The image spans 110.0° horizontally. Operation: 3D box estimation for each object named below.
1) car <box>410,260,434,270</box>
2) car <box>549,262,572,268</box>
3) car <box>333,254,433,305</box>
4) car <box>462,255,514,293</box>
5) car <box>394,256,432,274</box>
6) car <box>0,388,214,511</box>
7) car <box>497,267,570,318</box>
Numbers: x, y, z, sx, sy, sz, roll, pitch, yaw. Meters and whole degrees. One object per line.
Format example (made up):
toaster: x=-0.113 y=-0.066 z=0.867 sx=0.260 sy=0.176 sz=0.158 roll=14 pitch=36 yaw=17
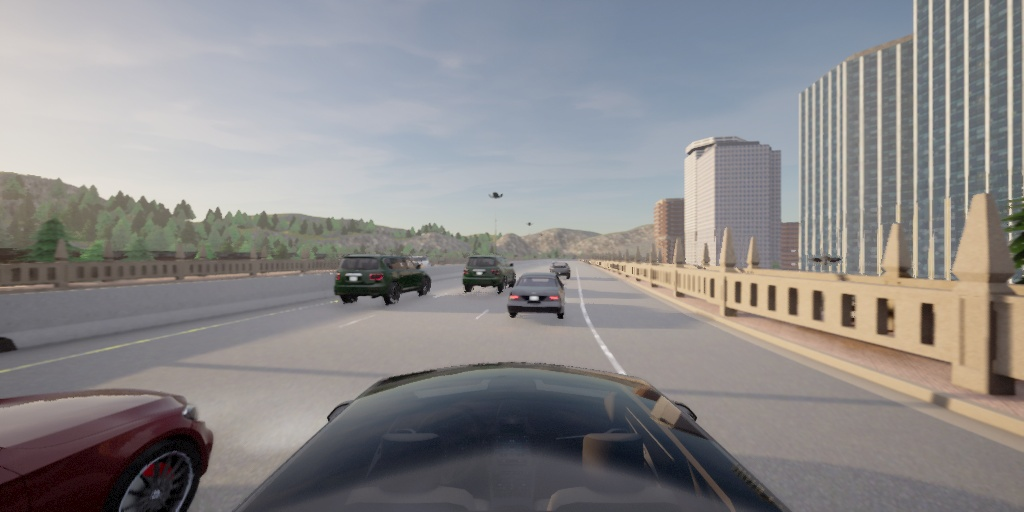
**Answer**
car: x=-13.423 y=1.344 z=53.704 sx=1.812 sy=1.442 sz=4.674 roll=0 pitch=0 yaw=10
car: x=4.577 y=1.316 z=34.019 sx=2.128 sy=1.511 sz=4.902 roll=0 pitch=0 yaw=10
car: x=-5.566 y=0.957 z=16.131 sx=2.150 sy=2.045 sz=5.566 roll=0 pitch=0 yaw=9
car: x=-1.230 y=0.986 z=21.007 sx=2.150 sy=2.045 sz=5.566 roll=0 pitch=0 yaw=10
car: x=-11.774 y=1.005 z=42.963 sx=2.150 sy=2.045 sz=5.566 roll=0 pitch=0 yaw=10
car: x=-3.307 y=1.260 z=0.912 sx=1.812 sy=1.442 sz=4.674 roll=0 pitch=0 yaw=-1
car: x=1.014 y=1.306 z=13.121 sx=2.033 sy=1.411 sz=5.357 roll=0 pitch=0 yaw=8
